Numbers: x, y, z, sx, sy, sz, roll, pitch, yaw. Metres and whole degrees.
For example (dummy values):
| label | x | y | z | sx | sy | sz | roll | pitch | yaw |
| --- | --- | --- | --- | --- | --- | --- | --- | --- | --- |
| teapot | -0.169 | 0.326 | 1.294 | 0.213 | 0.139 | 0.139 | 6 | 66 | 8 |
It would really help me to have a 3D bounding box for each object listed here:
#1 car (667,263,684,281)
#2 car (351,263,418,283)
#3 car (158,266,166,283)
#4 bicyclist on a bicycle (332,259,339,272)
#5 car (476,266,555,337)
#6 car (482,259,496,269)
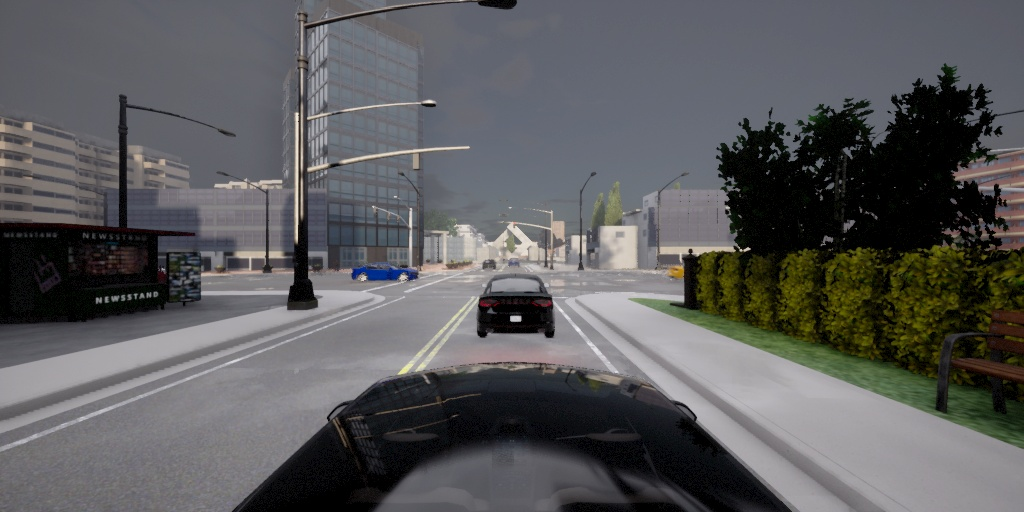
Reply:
| label | x | y | z | sx | sy | sz | roll | pitch | yaw |
| --- | --- | --- | --- | --- | --- | --- | --- | --- | --- |
| car | 14.844 | 1.213 | 28.081 | 5.008 | 1.535 | 1.882 | 0 | 0 | 0 |
| car | -9.893 | 1.279 | 28.072 | 5.008 | 1.535 | 1.882 | 0 | 0 | -2 |
| car | -27.211 | 1.513 | 27.910 | 4.674 | 1.442 | 1.812 | -1 | 0 | 0 |
| bicyclist on a bicycle | -21.835 | 1.216 | 44.408 | 0.582 | 1.620 | 1.656 | -1 | 0 | 0 |
| car | 0.107 | 1.228 | 10.355 | 1.882 | 1.535 | 5.008 | 0 | 0 | 1 |
| car | -3.395 | 1.228 | 54.136 | 1.882 | 1.535 | 5.008 | 0 | 0 | 0 |
